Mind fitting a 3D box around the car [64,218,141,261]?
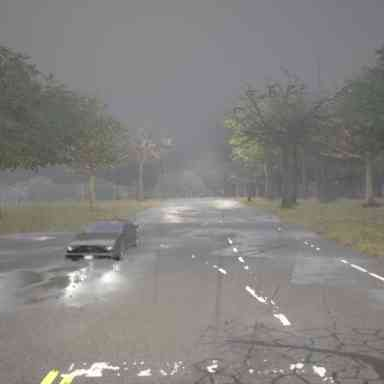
[{"bbox_3d":[-3.402,1.826,13.800,2.033,1.411,5.357,-1,0,2],"label":"car"}]
